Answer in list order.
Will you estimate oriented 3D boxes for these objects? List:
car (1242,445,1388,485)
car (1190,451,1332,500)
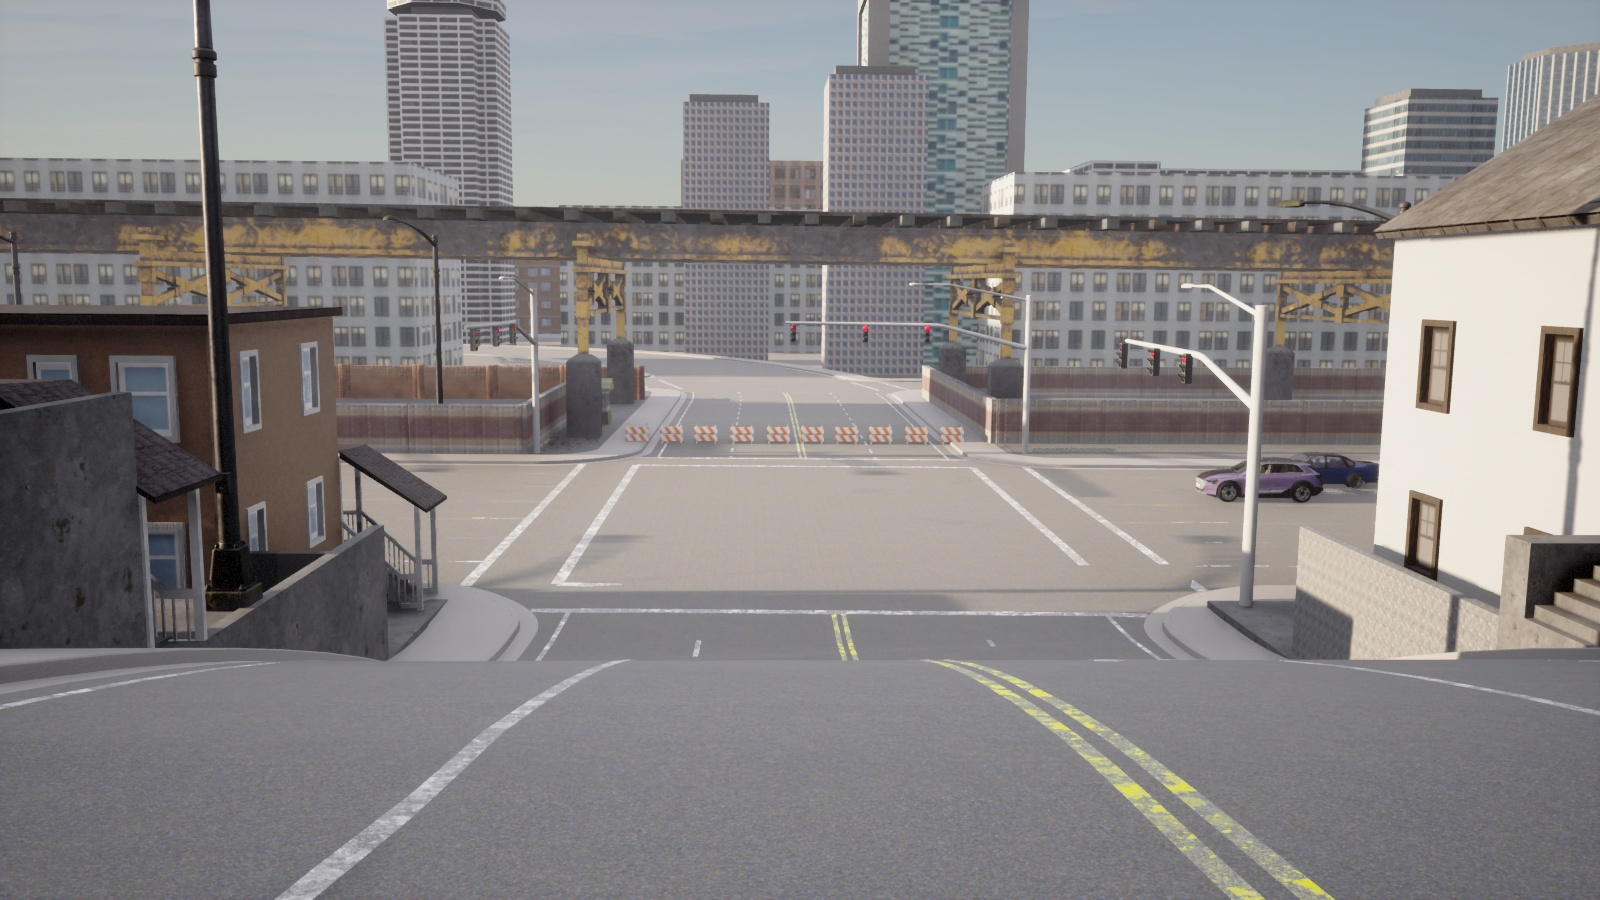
[{"bbox_3d":[21.938,0.640,53.649,5.357,1.411,2.033,0,8,0],"label":"car"},{"bbox_3d":[18.344,0.990,50.132,4.856,1.649,2.033,0,8,0],"label":"car"}]
